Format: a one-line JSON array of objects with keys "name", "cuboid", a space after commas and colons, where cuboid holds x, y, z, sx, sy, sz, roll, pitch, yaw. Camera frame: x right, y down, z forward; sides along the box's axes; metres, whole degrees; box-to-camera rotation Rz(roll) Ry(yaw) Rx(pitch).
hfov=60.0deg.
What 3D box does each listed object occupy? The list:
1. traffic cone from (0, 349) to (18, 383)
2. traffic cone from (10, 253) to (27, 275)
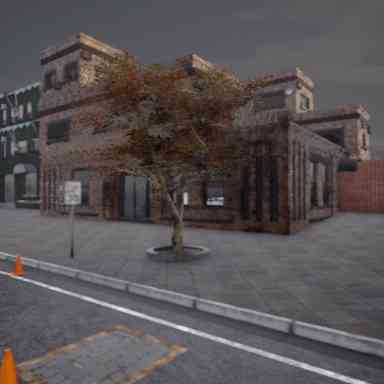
[{"name": "traffic cone", "cuboid": [-1.976, 1.993, 3.570, 0.340, 0.580, 0.340, 0, -1, 37]}, {"name": "traffic cone", "cuboid": [-4.982, 2.050, 9.567, 0.340, 0.580, 0.340, 0, -1, 37]}]
